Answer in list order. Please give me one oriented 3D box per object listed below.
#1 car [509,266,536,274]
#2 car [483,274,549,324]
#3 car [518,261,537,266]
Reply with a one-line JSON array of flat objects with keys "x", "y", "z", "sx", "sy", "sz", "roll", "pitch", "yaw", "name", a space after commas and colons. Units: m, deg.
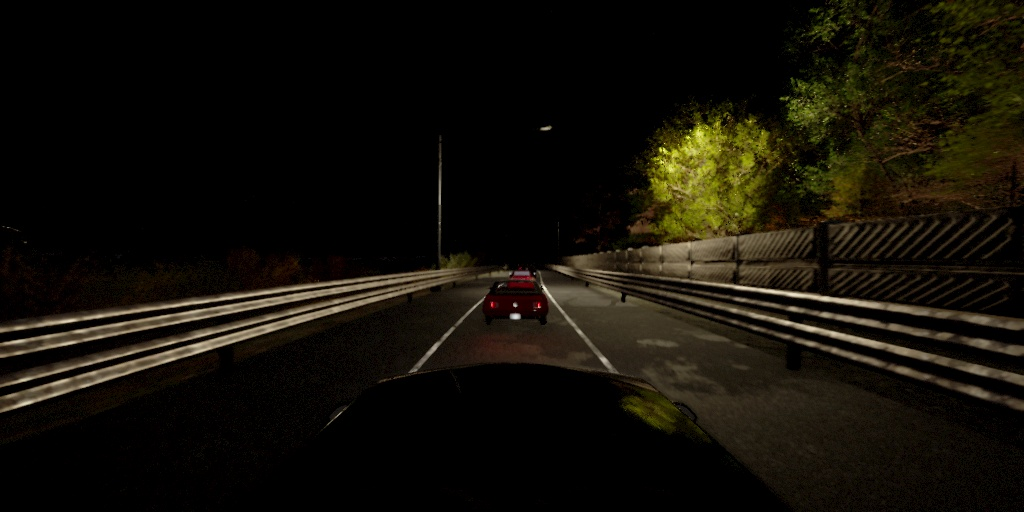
[{"x": 0.722, "y": 1.626, "z": 25.231, "sx": 1.994, "sy": 1.385, "sz": 4.181, "roll": 0, "pitch": -1, "yaw": 3, "name": "car"}, {"x": 0.152, "y": 1.438, "z": 12.264, "sx": 1.895, "sy": 1.301, "sz": 4.718, "roll": 0, "pitch": -1, "yaw": 1, "name": "car"}, {"x": 1.905, "y": 1.611, "z": 44.078, "sx": 2.150, "sy": 2.045, "sz": 5.566, "roll": 0, "pitch": -1, "yaw": 4, "name": "car"}]
